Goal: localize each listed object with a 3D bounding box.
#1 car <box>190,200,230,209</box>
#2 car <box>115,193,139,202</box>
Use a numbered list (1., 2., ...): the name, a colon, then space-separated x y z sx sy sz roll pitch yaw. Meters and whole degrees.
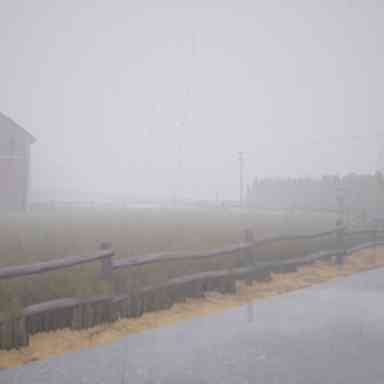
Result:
1. car: 1.791 1.537 35.996 2.033 1.411 5.357 0 0 -35
2. car: -10.555 1.196 53.645 2.150 2.045 5.566 0 0 -35
